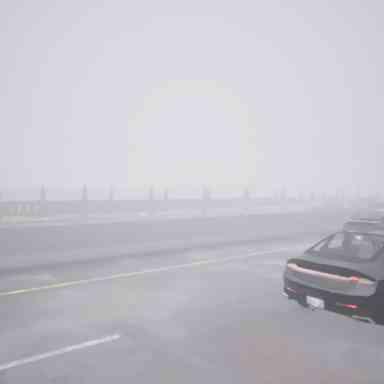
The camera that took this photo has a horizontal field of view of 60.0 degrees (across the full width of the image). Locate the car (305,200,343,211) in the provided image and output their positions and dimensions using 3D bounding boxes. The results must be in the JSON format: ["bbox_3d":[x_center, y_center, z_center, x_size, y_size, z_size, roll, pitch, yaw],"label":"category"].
[{"bbox_3d":[14.788,1.560,36.715,5.357,1.411,2.033,0,0,-36],"label":"car"}]

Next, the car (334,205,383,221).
[{"bbox_3d":[8.384,1.509,14.296,4.892,1.490,1.837,0,0,-37],"label":"car"}]

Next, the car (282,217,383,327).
[{"bbox_3d":[3.870,1.494,6.604,4.902,1.511,2.128,0,0,-36],"label":"car"}]

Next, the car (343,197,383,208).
[{"bbox_3d":[18.352,1.361,35.015,4.553,1.767,2.097,0,0,-36],"label":"car"}]
